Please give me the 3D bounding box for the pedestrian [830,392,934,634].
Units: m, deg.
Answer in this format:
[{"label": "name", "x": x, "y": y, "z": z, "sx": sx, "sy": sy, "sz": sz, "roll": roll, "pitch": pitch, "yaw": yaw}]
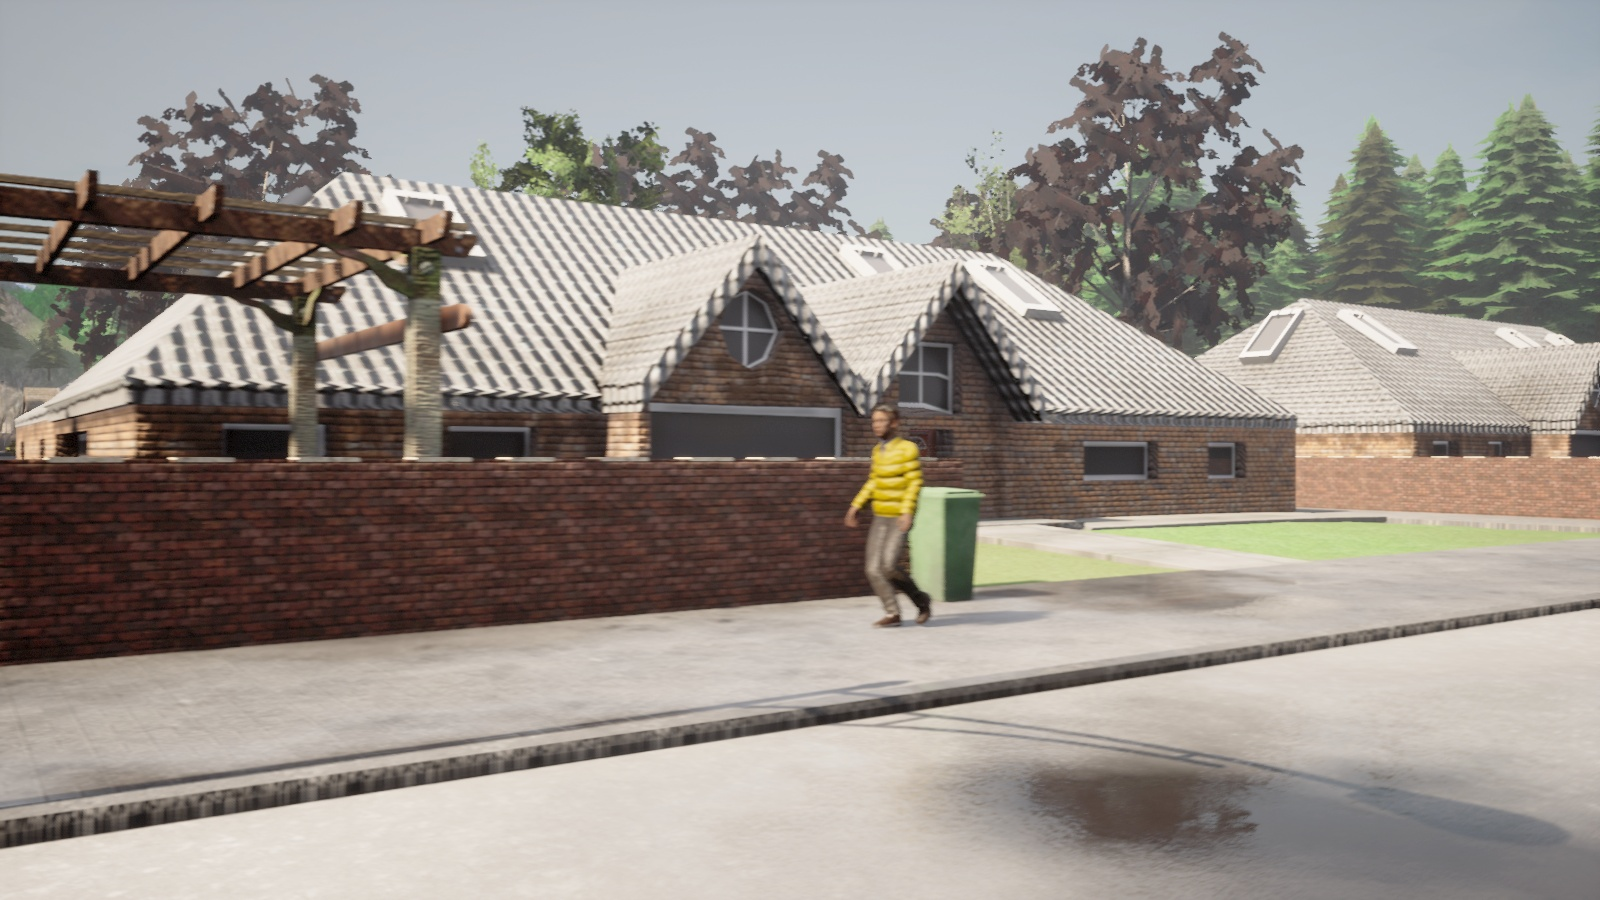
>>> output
[{"label": "pedestrian", "x": 0.648, "y": 0.478, "z": 9.908, "sx": 0.709, "sy": 1.840, "sz": 0.431, "roll": 0, "pitch": 0, "yaw": -36}]
